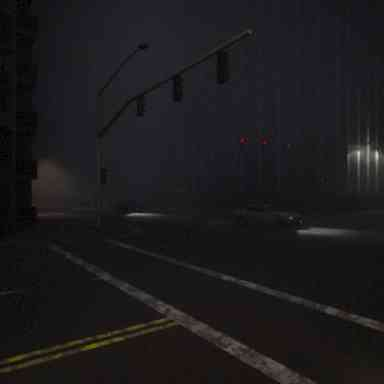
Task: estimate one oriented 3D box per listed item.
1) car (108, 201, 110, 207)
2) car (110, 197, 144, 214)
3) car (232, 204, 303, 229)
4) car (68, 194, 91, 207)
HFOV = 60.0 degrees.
[{"bbox_3d":[-10.337,1.461,47.164,1.882,1.535,5.008,0,0,-35],"label":"car"},{"bbox_3d":[-6.728,1.551,35.588,1.994,1.385,4.181,0,0,-35],"label":"car"},{"bbox_3d":[4.748,1.512,21.477,4.674,1.442,1.812,0,0,41],"label":"car"},{"bbox_3d":[-17.199,1.304,50.678,2.150,2.045,5.566,0,0,-35],"label":"car"}]
